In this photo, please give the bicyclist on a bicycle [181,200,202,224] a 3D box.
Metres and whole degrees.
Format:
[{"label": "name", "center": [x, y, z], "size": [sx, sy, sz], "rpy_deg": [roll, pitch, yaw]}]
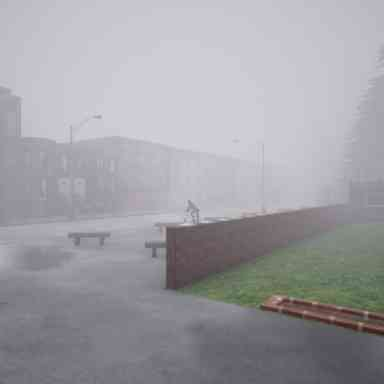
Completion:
[{"label": "bicyclist on a bicycle", "center": [-0.031, 1.339, 20.852], "size": [1.656, 1.620, 0.582], "rpy_deg": [0, 0, 35]}]
